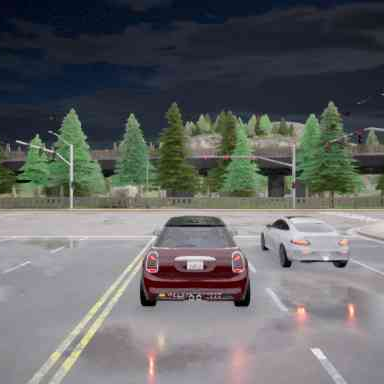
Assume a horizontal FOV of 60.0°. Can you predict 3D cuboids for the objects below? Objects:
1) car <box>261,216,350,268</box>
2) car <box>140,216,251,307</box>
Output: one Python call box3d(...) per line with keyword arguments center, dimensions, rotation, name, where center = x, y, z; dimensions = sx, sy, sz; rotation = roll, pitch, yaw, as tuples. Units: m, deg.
box3d(center=(3.594, 1.526, 11.205), dimensions=(1.812, 1.442, 4.674), rotation=(0, 0, 0), name="car")
box3d(center=(0.077, 1.352, 8.157), dimensions=(2.097, 1.767, 4.553), rotation=(0, 0, 1), name="car")
